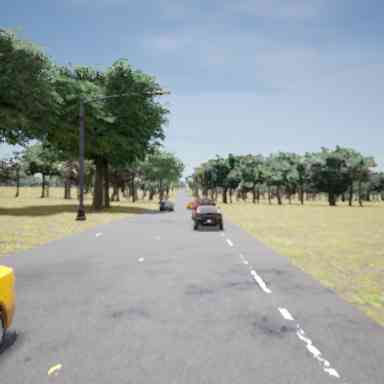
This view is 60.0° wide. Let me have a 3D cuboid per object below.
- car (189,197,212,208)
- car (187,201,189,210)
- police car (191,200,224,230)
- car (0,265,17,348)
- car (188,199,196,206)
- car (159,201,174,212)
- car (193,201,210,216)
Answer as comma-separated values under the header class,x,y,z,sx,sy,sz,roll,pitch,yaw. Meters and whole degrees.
class,x,y,z,sx,sy,sz,roll,pitch,yaw
car,1.067,1.544,32.889,2.150,2.045,5.566,0,-1,0
car,0.029,2.207,57.327,1.882,1.535,5.008,0,-1,0
police car,1.062,1.615,22.964,1.930,1.638,5.238,0,-1,0
car,-3.599,1.495,2.991,1.882,1.535,5.008,0,0,0
car,-0.037,2.442,78.068,1.812,1.442,4.674,0,-1,0
car,-3.550,2.028,47.039,1.882,1.535,5.008,0,-1,0
car,1.070,1.890,38.859,1.882,1.535,5.008,0,-1,0
